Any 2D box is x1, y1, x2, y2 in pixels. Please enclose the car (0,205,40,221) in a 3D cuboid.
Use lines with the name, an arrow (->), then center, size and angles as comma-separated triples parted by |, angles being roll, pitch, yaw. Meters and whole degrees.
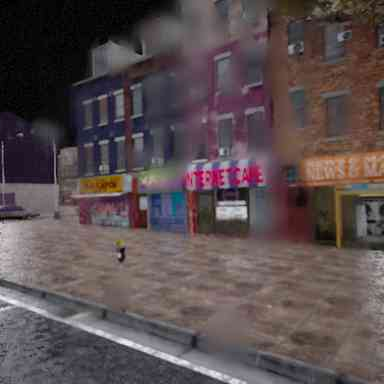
car -> -16.325, 1.896, 29.332 | 2.033, 1.411, 5.357 | -3, -2, 39

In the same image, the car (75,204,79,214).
car -> -10.384, 1.566, 37.609 | 2.150, 2.045, 5.566 | -3, -2, 36
